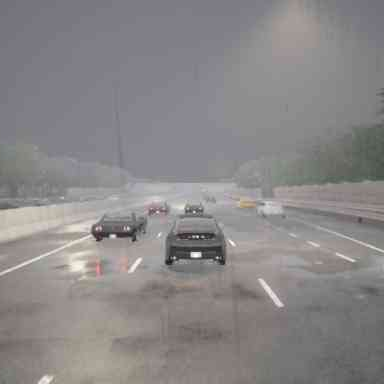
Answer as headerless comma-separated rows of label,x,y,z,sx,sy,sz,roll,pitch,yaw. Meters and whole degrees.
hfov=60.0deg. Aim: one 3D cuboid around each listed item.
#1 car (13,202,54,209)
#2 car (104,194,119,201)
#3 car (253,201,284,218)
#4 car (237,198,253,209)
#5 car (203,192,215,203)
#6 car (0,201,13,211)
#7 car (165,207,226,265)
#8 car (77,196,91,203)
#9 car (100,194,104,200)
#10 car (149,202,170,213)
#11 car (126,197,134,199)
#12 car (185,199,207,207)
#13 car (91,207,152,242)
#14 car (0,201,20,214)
car,-13.993,1.631,30.609,1.895,1.301,4.718,0,0,0
car,-16.971,1.626,71.252,1.812,1.442,4.674,0,0,1
car,7.047,1.556,30.055,1.812,1.442,4.674,0,0,2
car,7.285,1.547,45.615,1.882,1.535,5.008,0,0,1
car,4.074,1.495,74.081,2.097,1.767,4.553,0,0,1
car,-17.500,1.575,29.693,2.033,1.411,5.357,0,0,0
car,0.118,1.509,11.714,1.837,1.490,4.892,0,0,0
car,-23.933,1.637,73.866,2.128,1.511,4.902,0,0,1
car,-20.357,1.228,78.676,2.097,1.767,4.553,0,0,1
car,-3.273,1.639,34.183,1.895,1.301,4.718,0,0,0
car,-13.454,1.729,72.341,1.895,1.301,4.718,0,0,1
car,0.228,1.640,34.245,1.895,1.301,4.718,0,0,0
car,-3.368,1.609,16.432,1.895,1.301,4.718,0,0,0
car,-20.947,1.643,36.218,1.895,1.301,4.718,0,0,1
